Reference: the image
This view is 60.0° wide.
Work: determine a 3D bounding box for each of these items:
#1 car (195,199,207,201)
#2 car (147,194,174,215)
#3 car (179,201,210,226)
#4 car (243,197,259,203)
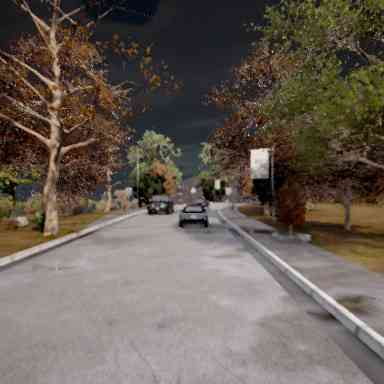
[{"bbox_3d":[1.151,1.551,41.694,1.994,1.385,4.181,-1,0,8],"label":"car"},{"bbox_3d":[-3.110,1.236,34.018,2.150,2.045,5.566,0,0,3],"label":"car"},{"bbox_3d":[0.110,1.571,23.371,1.994,1.385,4.181,0,0,0],"label":"car"},{"bbox_3d":[12.934,1.869,71.579,2.128,1.511,4.902,-4,-6,45],"label":"car"}]
